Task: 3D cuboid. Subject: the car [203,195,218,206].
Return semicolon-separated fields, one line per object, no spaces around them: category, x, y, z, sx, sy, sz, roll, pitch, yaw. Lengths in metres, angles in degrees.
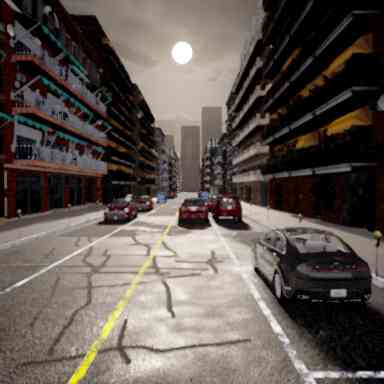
car;2.566;1.230;47.571;1.887;1.381;4.507;-1;0;0

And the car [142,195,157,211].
car;-5.318;1.197;36.452;1.967;1.590;4.097;-1;0;0

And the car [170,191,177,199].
car;-5.307;1.013;81.661;1.887;1.381;4.507;-1;0;0

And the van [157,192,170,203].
van;-5.314;0.953;59.055;1.690;1.788;3.998;-1;0;0

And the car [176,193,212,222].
car;0.104;1.186;24.763;2.097;1.767;4.553;0;1;0

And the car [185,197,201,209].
car;0.109;1.323;41.809;1.895;1.301;4.718;0;0;0

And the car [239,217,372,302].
car;2.525;1.496;7.922;2.008;1.369;4.403;-1;0;0

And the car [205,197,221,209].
car;2.565;1.304;41.907;1.802;1.307;4.206;-1;0;0

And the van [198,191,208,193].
van;2.567;0.918;64.563;1.690;1.788;3.998;-1;0;0

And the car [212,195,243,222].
car;2.547;1.147;24.913;2.192;1.841;5.009;-1;0;0

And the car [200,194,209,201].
car;2.571;1.123;70.228;1.802;1.307;4.206;-1;0;0

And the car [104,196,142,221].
car;-5.320;1.271;25.149;1.967;1.590;4.097;-1;0;0

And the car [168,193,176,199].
car;-5.306;0.978;87.312;1.887;1.381;4.507;-1;0;0

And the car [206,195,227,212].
car;2.567;1.198;36.242;1.967;1.590;4.097;-1;0;0
